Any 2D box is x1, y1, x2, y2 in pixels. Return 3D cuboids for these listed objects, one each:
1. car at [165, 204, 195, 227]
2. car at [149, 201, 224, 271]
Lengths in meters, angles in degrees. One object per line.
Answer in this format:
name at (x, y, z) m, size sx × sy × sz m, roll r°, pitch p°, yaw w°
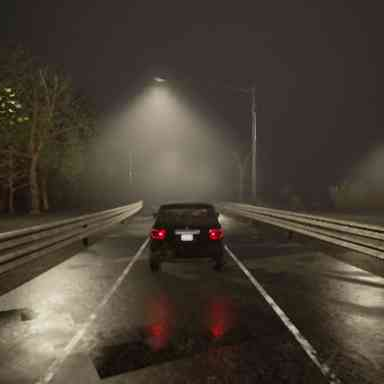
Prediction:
car at (-1.020, 1.727, 25.824) m, size 2.033 × 1.411 × 5.357 m, roll 0°, pitch 0°, yaw -4°
car at (-0.204, 1.304, 11.423) m, size 2.150 × 2.045 × 5.566 m, roll 0°, pitch 0°, yaw -2°
